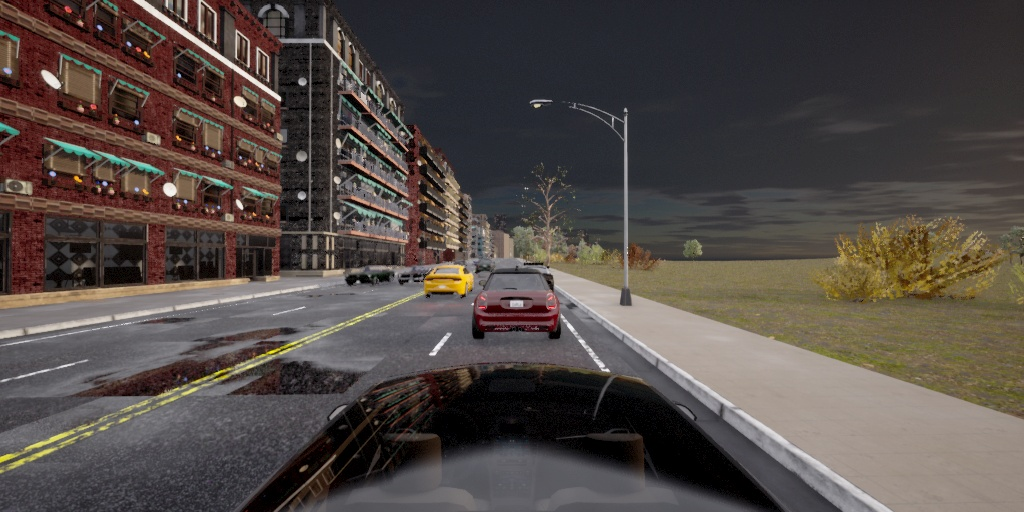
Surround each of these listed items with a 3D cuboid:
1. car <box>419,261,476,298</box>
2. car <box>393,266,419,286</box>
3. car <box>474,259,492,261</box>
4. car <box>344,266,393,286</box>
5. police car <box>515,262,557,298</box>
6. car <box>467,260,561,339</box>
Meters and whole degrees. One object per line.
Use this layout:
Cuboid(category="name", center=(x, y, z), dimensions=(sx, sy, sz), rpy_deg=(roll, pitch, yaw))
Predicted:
Cuboid(category="car", center=(-3.120, 1.230, 18.521), dimensions=(1.882, 1.535, 5.008), rpy_deg=(0, 0, 0))
Cuboid(category="car", center=(-6.557, 1.354, 25.446), dimensions=(1.895, 1.301, 4.718), rpy_deg=(0, 0, 0))
Cuboid(category="car", center=(-3.075, 1.107, 42.807), dimensions=(2.097, 1.767, 4.553), rpy_deg=(0, 0, 0))
Cuboid(category="car", center=(-9.808, 1.354, 25.036), dimensions=(1.895, 1.301, 4.718), rpy_deg=(0, 0, 0))
Cuboid(category="police car", center=(1.170, 1.178, 19.733), dimensions=(1.930, 1.638, 5.238), rpy_deg=(0, 0, 0))
Cuboid(category="car", center=(0.111, 1.104, 10.237), dimensions=(2.097, 1.767, 4.553), rpy_deg=(0, 0, 0))
